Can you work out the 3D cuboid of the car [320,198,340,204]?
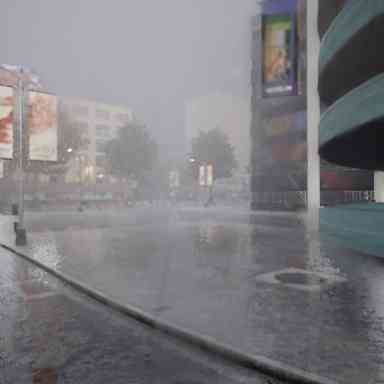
[{"bbox_3d":[15.668,1.571,40.029,4.674,1.452,2.002,0,-1,-40],"label":"car"}]

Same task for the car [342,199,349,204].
[{"bbox_3d":[22.298,1.730,51.065,4.786,1.482,2.161,0,-1,-40],"label":"car"}]
